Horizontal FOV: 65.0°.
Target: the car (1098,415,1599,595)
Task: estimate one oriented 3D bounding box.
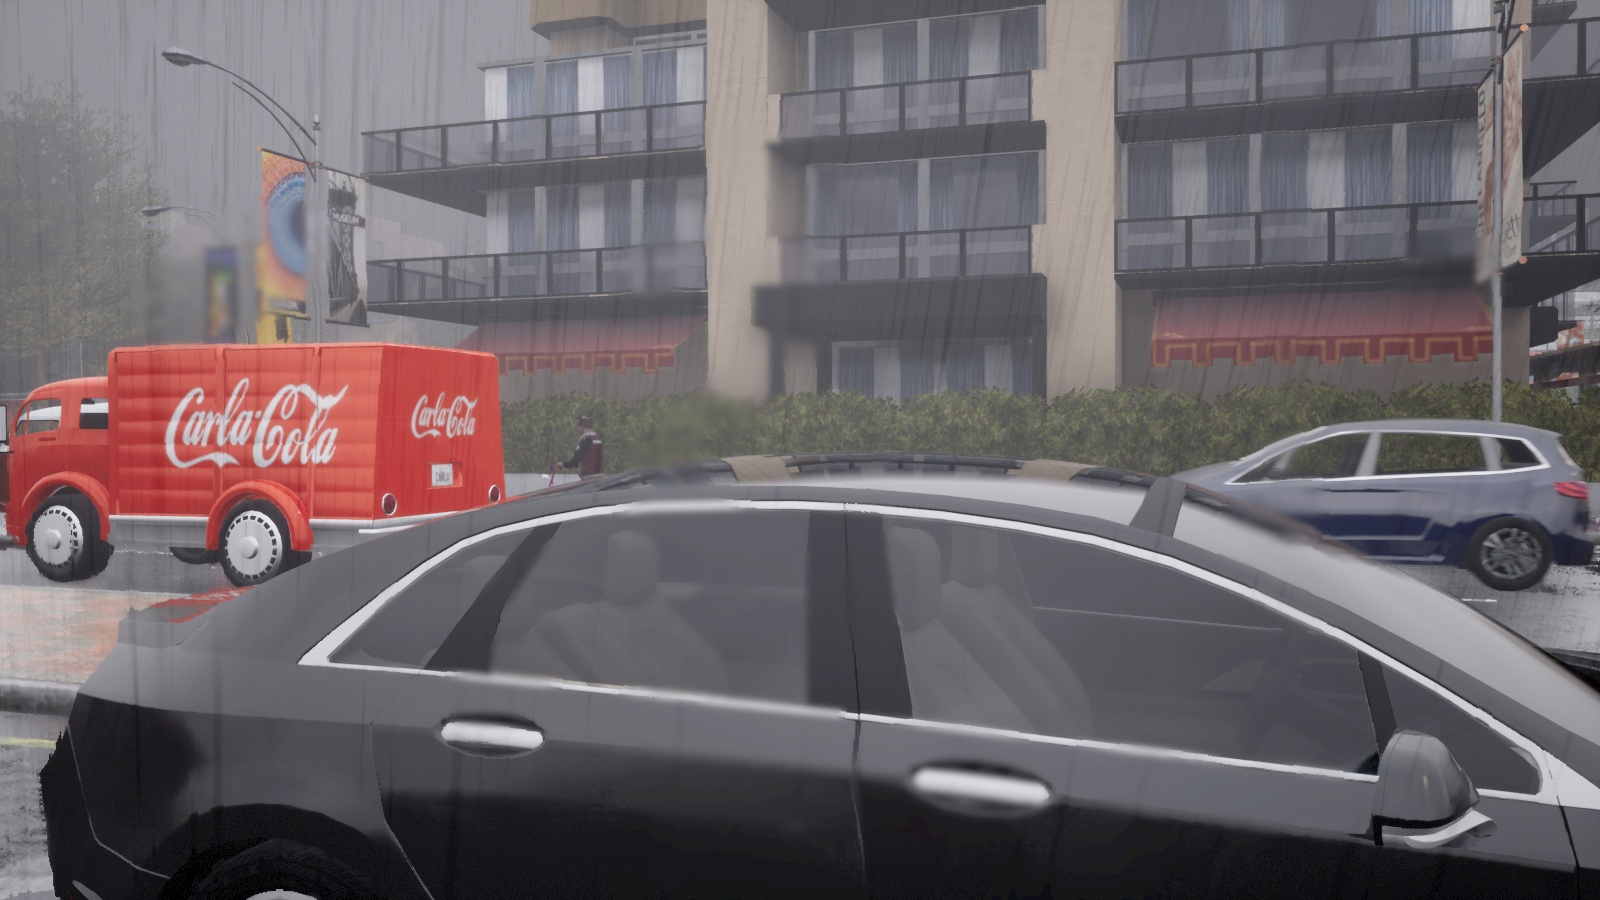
[{"bbox_3d":[5.651,0.477,13.424,4.611,1.667,2.242,1,1,19],"label":"car"}]

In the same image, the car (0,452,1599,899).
[{"bbox_3d":[0.540,0.785,3.011,4.892,1.490,1.837,1,1,19],"label":"car"}]

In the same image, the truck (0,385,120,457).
[{"bbox_3d":[-42.201,-1.612,69.671,8.468,3.827,2.891,1,1,19],"label":"truck"}]

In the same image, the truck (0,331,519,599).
[{"bbox_3d":[-6.039,0.099,13.653,5.204,2.467,2.627,1,1,19],"label":"truck"}]

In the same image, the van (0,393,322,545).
[{"bbox_3d":[-9.596,0.218,18.508,4.480,2.038,2.069,1,1,19],"label":"van"}]
